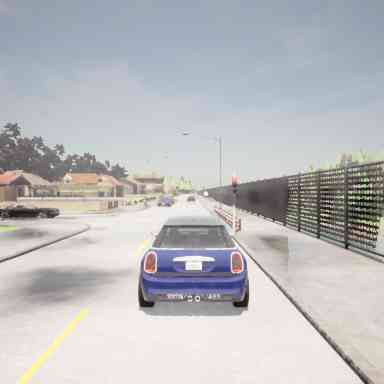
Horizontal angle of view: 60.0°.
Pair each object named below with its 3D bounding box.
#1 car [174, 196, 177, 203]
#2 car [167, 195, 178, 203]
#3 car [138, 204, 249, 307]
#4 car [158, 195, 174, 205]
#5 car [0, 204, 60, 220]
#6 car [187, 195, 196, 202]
[{"bbox_3d":[-4.183,1.547,60.742,2.033,1.411,5.357,0,0,0],"label":"car"},{"bbox_3d":[-4.133,1.478,71.005,1.882,1.535,5.008,0,0,0],"label":"car"},{"bbox_3d":[0.037,1.352,8.119,2.097,1.767,4.553,0,0,0],"label":"car"},{"bbox_3d":[-4.182,1.526,50.974,1.812,1.442,4.674,0,0,0],"label":"car"},{"bbox_3d":[-13.378,1.601,27.192,4.718,1.301,1.895,0,0,0],"label":"car"},{"bbox_3d":[-0.142,1.524,76.319,1.812,1.442,4.674,0,0,0],"label":"car"}]
